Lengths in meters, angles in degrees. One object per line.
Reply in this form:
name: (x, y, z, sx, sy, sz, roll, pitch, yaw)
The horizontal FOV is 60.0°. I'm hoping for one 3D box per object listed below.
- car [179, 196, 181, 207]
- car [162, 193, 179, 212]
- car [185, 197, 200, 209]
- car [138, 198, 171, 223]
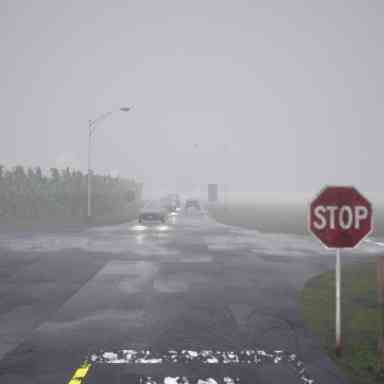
car: (-2.898, 1.226, 50.662, 2.150, 2.045, 5.566, 0, 0, 0)
car: (-2.892, 1.356, 38.476, 2.097, 1.767, 4.553, 0, 0, 0)
car: (0.044, 1.510, 44.581, 1.837, 1.490, 4.892, 0, 0, 0)
car: (-2.881, 1.480, 25.391, 1.882, 1.535, 5.008, 0, 0, 0)
